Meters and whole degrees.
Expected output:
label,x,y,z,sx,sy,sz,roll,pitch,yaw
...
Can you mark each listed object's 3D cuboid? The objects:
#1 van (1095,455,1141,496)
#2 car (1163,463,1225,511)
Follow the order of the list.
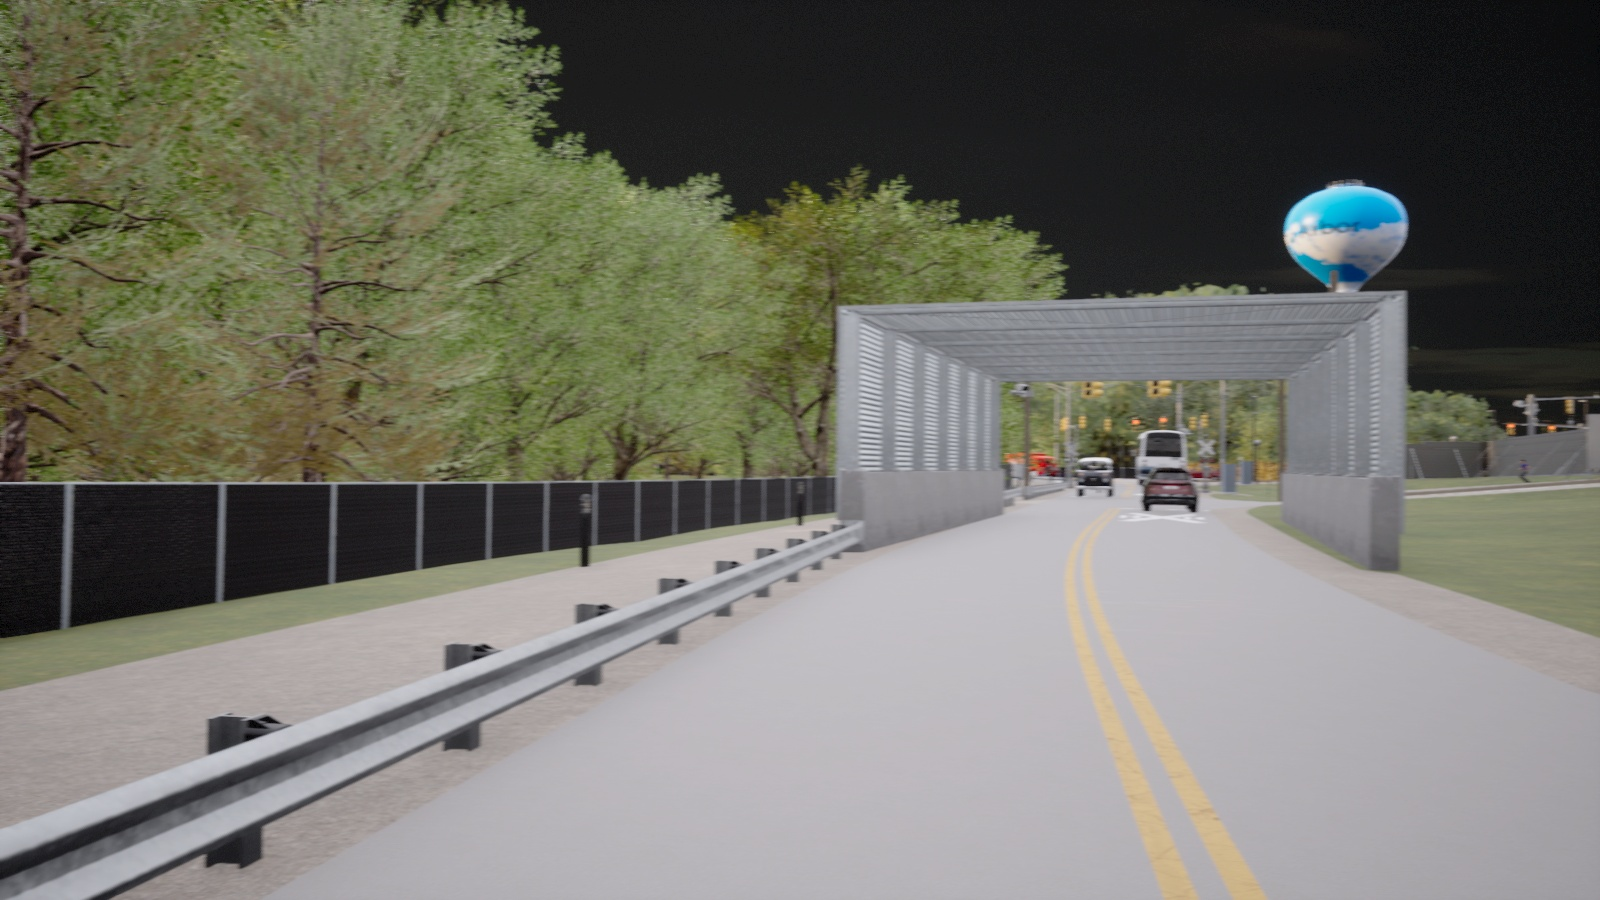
label,x,y,z,sx,sy,sz,roll,pitch,yaw
van,16.517,1.296,65.154,2.069,2.038,4.480,0,-1,17
car,14.375,1.310,45.992,2.033,1.649,4.856,0,-1,16
